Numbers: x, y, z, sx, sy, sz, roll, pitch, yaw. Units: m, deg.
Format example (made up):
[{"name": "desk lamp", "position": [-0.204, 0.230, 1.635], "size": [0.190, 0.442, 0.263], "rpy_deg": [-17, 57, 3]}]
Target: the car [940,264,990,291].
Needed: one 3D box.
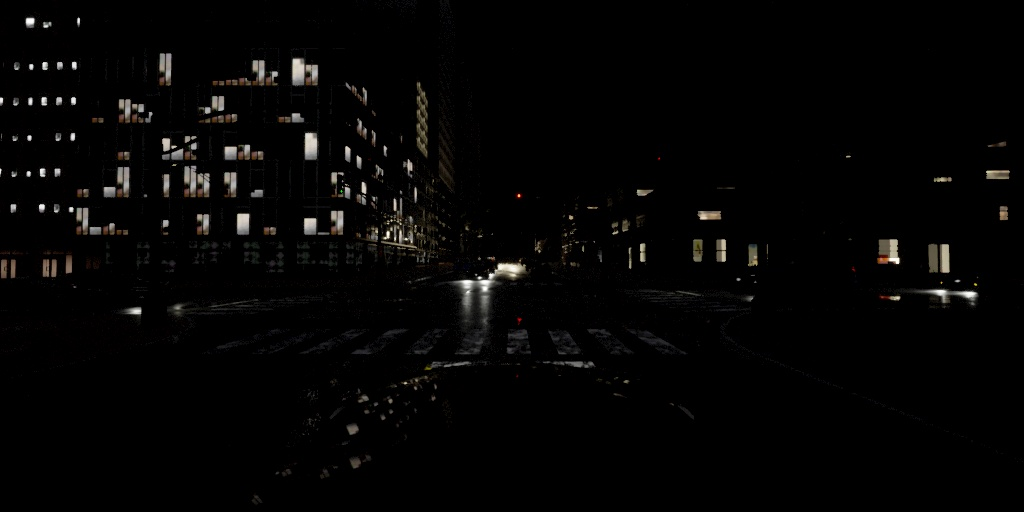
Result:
[{"name": "car", "position": [25.012, 1.094, 18.495], "size": [4.181, 1.385, 1.994], "rpy_deg": [-1, -1, 1]}]

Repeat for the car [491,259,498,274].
[{"name": "car", "position": [-3.025, 1.319, 42.036], "size": [1.994, 1.385, 4.181], "rpy_deg": [0, 0, 0]}]

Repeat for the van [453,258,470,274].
[{"name": "van", "position": [-5.619, 1.096, 40.639], "size": [1.690, 1.789, 3.998], "rpy_deg": [0, 0, 0]}]

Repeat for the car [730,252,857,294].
[{"name": "car", "position": [14.521, 0.853, 18.646], "size": [5.566, 2.045, 2.150], "rpy_deg": [0, -1, -1]}]

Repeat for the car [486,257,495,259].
[{"name": "car", "position": [-3.007, 1.302, 53.470], "size": [2.033, 1.411, 5.357], "rpy_deg": [0, 0, -1]}]

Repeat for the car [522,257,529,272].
[{"name": "car", "position": [2.772, 1.070, 46.336], "size": [2.192, 1.841, 5.009], "rpy_deg": [0, 0, 0]}]

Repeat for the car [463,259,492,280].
[{"name": "car", "position": [-3.019, 1.280, 32.087], "size": [1.812, 1.442, 4.674], "rpy_deg": [0, 0, -1]}]

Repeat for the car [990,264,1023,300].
[{"name": "car", "position": [20.709, 0.994, 12.751], "size": [4.829, 1.417, 1.751], "rpy_deg": [0, 0, 1]}]

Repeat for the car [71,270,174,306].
[{"name": "car", "position": [-17.868, 1.359, 15.798], "size": [5.008, 1.535, 1.882], "rpy_deg": [-1, -1, 1]}]

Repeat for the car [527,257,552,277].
[{"name": "car", "position": [2.751, 1.194, 34.988], "size": [1.967, 1.591, 4.097], "rpy_deg": [0, 0, 0]}]

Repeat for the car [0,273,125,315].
[{"name": "car", "position": [-17.399, 1.412, 13.186], "size": [4.207, 1.307, 1.802], "rpy_deg": [0, 0, 1]}]
